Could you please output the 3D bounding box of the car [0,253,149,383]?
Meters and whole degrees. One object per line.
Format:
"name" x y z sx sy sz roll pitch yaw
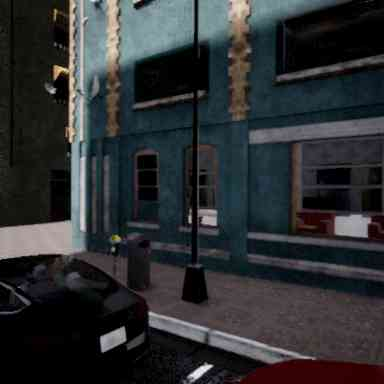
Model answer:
"car" -2.512 1.553 4.640 4.313 1.339 1.947 0 1 35

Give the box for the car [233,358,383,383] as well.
"car" 2.003 1.577 1.458 4.206 1.307 1.802 0 1 35
